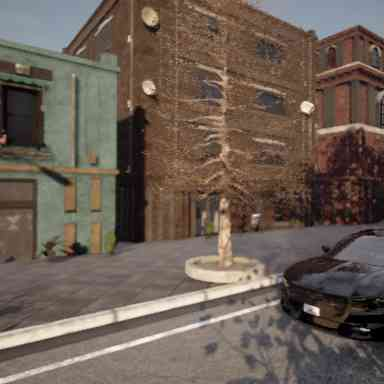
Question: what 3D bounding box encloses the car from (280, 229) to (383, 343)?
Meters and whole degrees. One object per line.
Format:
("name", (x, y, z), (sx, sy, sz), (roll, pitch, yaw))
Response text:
("car", (3.813, 1.481, 6.384), (5.008, 1.535, 1.882), (0, 0, -35))
